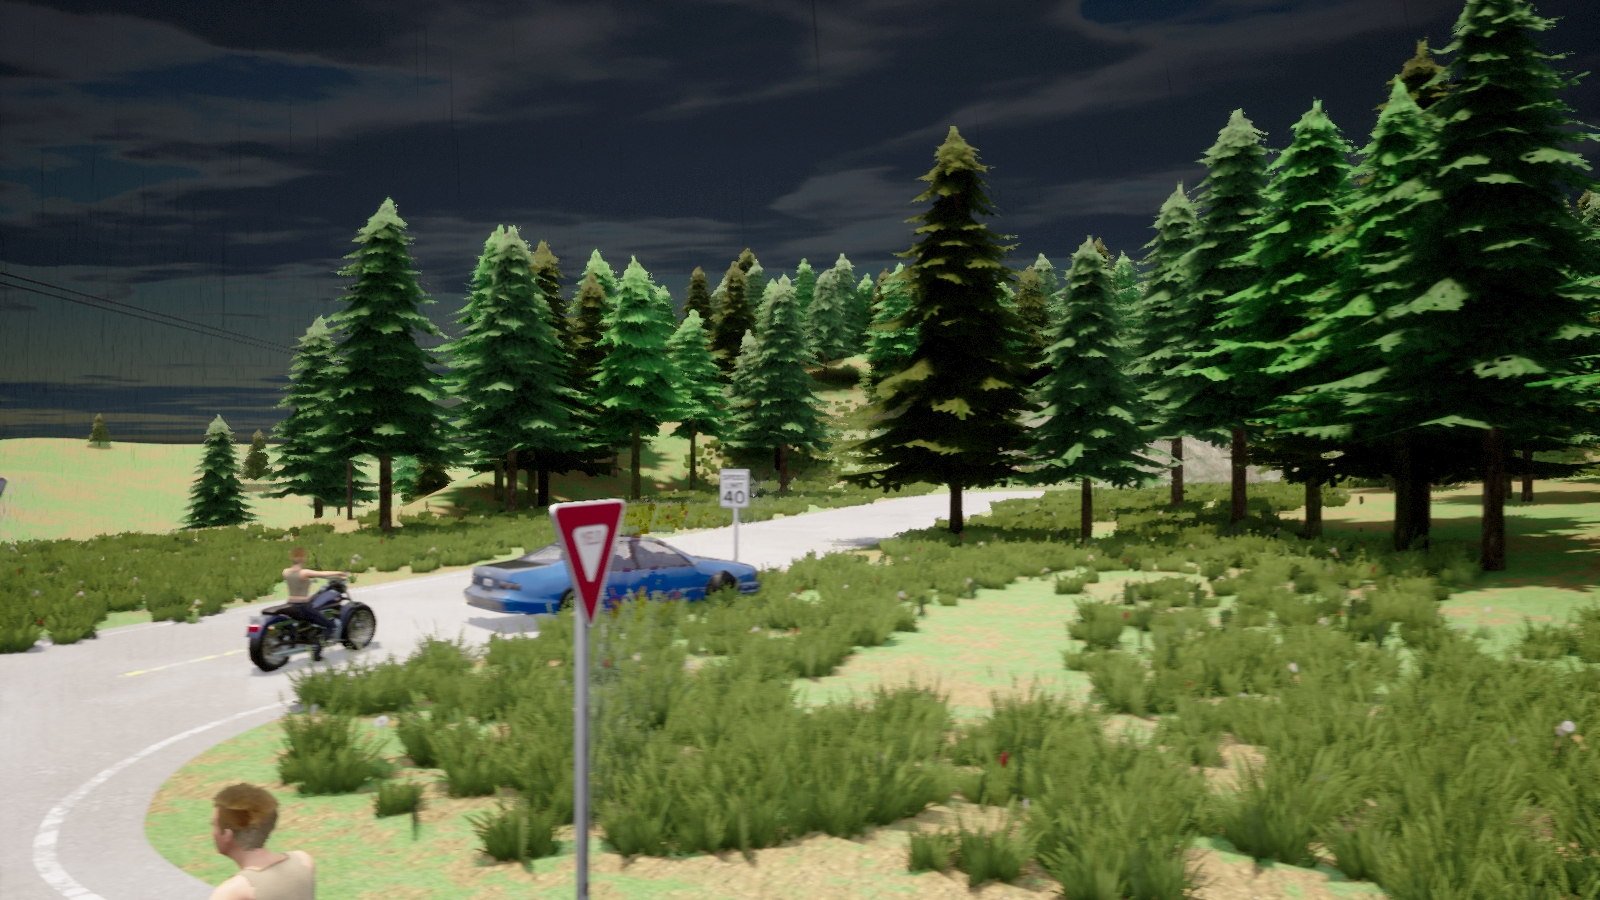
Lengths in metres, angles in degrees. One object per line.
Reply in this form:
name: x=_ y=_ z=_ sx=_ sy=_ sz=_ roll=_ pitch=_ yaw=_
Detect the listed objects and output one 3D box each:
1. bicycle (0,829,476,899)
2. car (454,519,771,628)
bicycle: x=-2.053 y=2.117 z=4.115 sx=1.487 sy=1.080 sz=0.859 roll=-1 pitch=0 yaw=19
car: x=-3.265 y=2.109 z=20.647 sx=5.357 sy=1.411 sz=2.033 roll=0 pitch=0 yaw=-40
